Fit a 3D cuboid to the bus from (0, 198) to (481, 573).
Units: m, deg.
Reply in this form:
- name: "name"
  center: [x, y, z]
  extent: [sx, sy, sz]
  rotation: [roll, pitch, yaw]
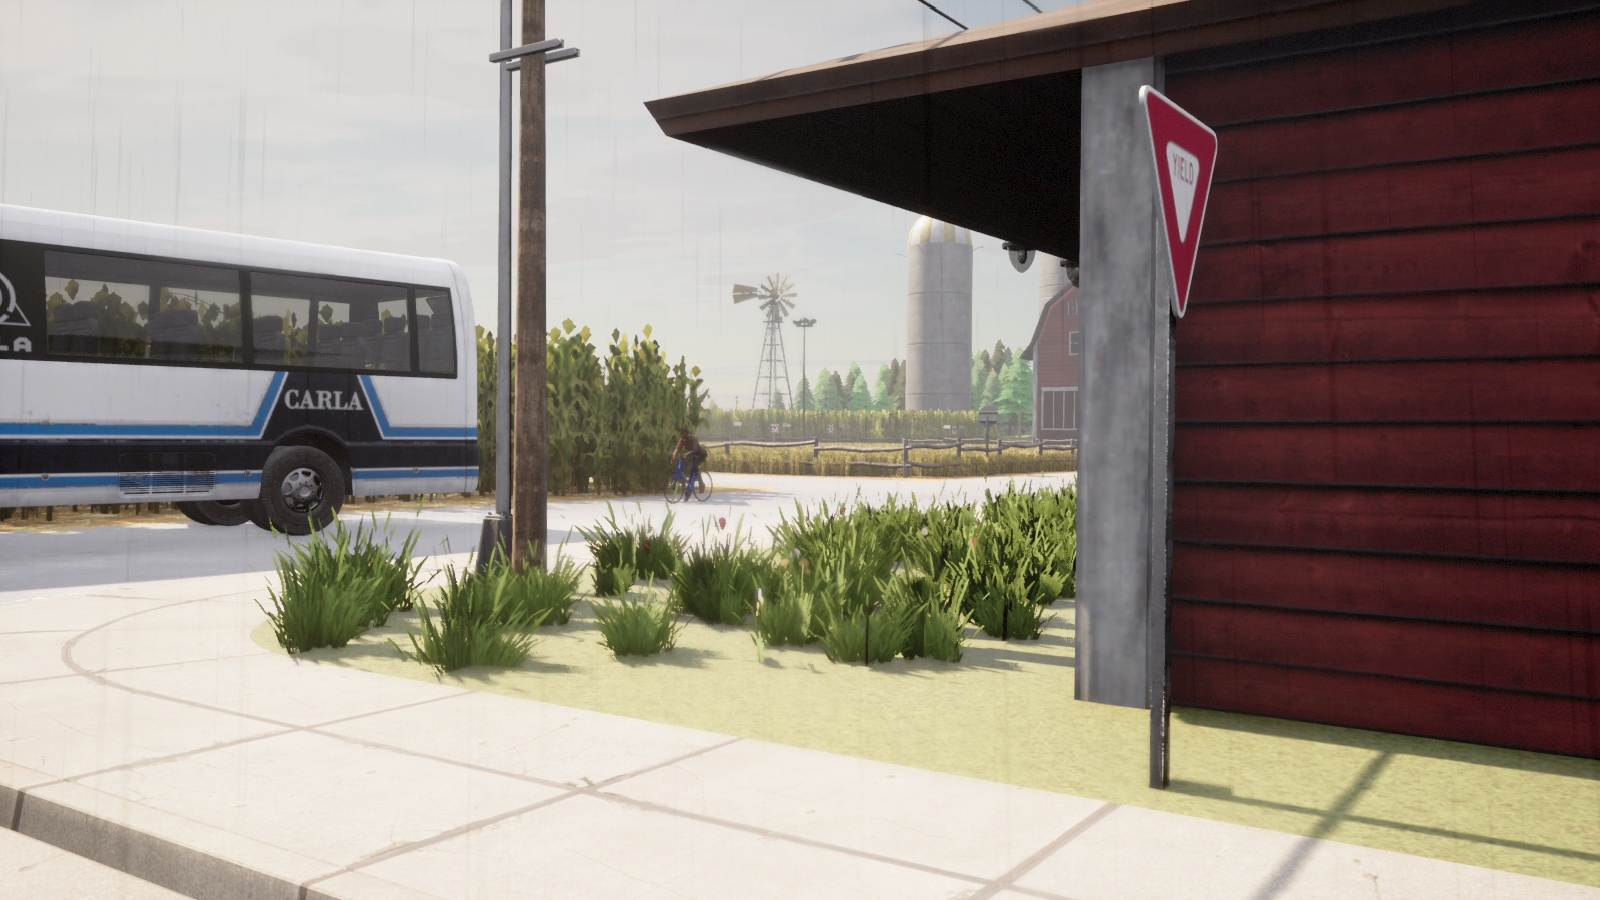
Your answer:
- name: "bus"
  center: [-9.744, -0.756, 16.508]
  extent: [3.944, 4.253, 10.273]
  rotation: [0, 1, 41]

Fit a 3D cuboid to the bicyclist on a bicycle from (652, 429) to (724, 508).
- name: "bicyclist on a bicycle"
  center: [-2.359, 0.368, 26.706]
  extent: [0.582, 1.620, 1.656]
  rotation: [0, 1, 34]
